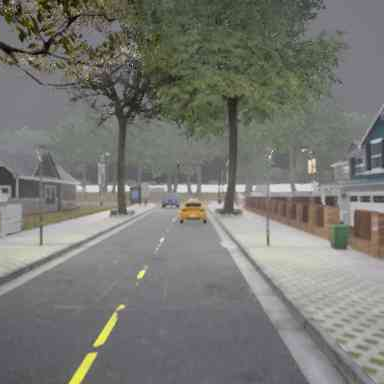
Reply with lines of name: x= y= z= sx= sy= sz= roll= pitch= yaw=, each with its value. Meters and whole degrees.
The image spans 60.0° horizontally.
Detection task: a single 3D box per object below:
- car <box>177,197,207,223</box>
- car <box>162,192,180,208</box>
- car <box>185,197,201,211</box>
car: x=0.093 y=1.402 z=24.957 sx=1.882 sy=1.535 sz=5.008 roll=0 pitch=0 yaw=0
car: x=-2.750 y=1.039 z=44.466 sx=2.150 sy=2.045 sz=5.566 roll=0 pitch=0 yaw=0
car: x=0.087 y=1.363 z=39.119 sx=1.812 sy=1.442 sz=4.674 roll=0 pitch=0 yaw=0
